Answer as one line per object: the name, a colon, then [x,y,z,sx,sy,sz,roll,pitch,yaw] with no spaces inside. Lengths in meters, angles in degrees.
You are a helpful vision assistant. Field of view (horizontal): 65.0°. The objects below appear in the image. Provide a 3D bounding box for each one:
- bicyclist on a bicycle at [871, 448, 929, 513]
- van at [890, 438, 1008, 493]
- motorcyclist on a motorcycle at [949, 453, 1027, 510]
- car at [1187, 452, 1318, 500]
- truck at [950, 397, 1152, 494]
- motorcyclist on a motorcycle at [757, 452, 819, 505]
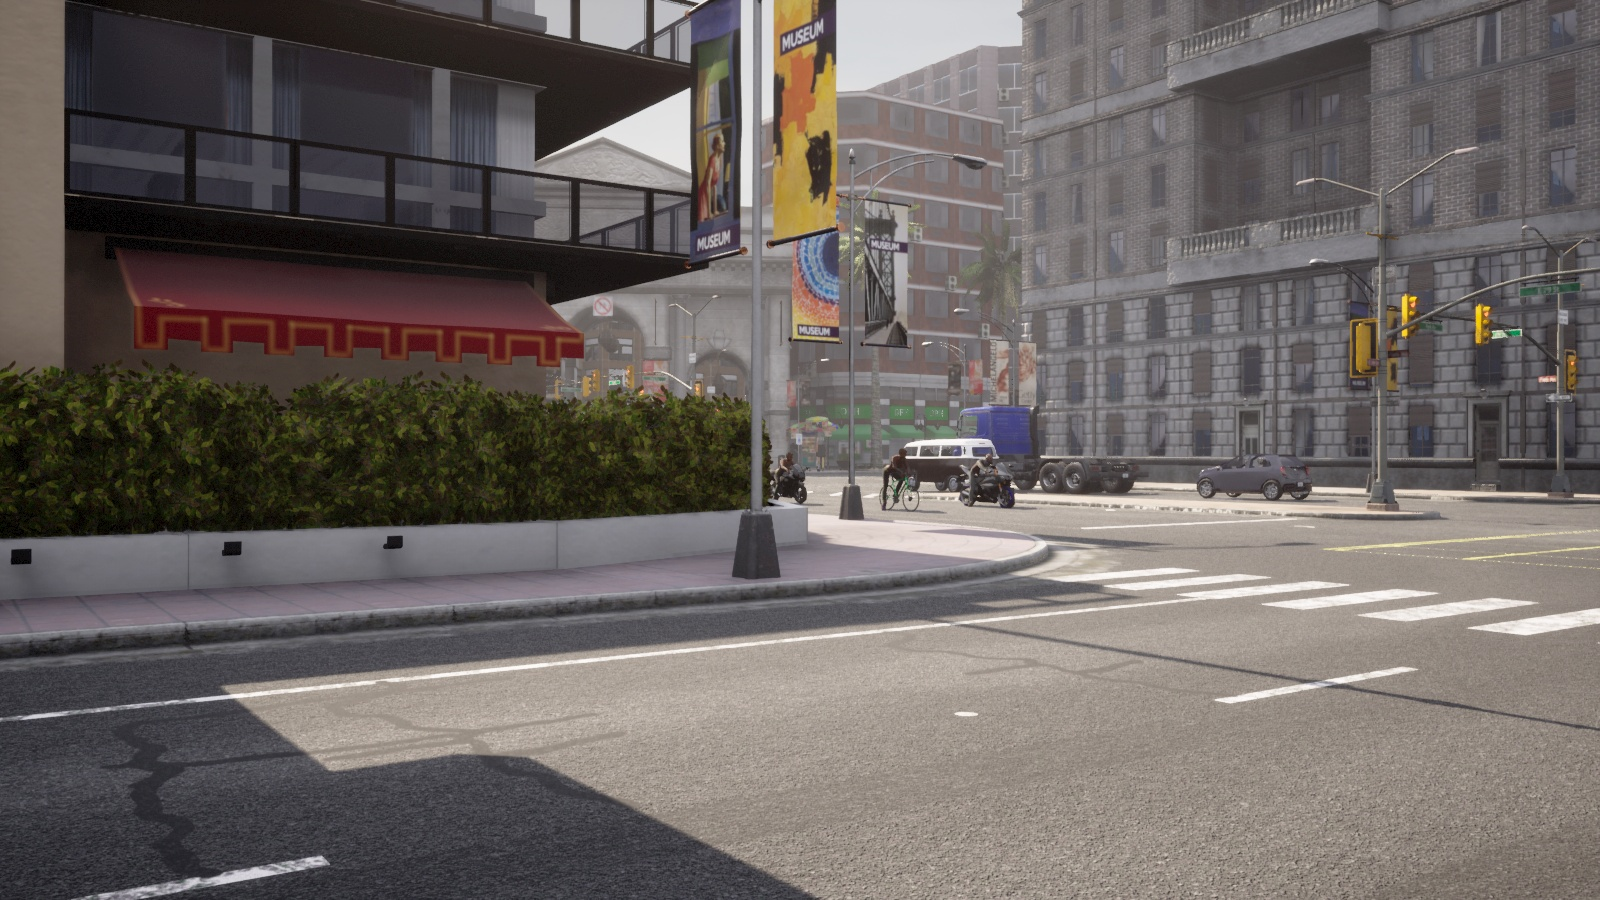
bicyclist on a bicycle: [2.565,0.772,32.513,0.582,1.620,1.656,0,0,-35]
van: [5.675,0.574,48.287,2.069,2.038,4.480,0,0,-34]
motorcyclist on a motorcycle: [5.192,0.854,34.869,0.866,1.530,2.191,0,0,-35]
car: [14.795,0.828,41.201,1.845,1.501,3.633,0,0,-35]
truck: [9.565,-0.138,48.807,2.891,3.462,7.936,0,0,-35]
motorcyclist on a motorcycle: [-0.372,0.818,36.784,0.797,1.523,2.044,0,0,-35]
